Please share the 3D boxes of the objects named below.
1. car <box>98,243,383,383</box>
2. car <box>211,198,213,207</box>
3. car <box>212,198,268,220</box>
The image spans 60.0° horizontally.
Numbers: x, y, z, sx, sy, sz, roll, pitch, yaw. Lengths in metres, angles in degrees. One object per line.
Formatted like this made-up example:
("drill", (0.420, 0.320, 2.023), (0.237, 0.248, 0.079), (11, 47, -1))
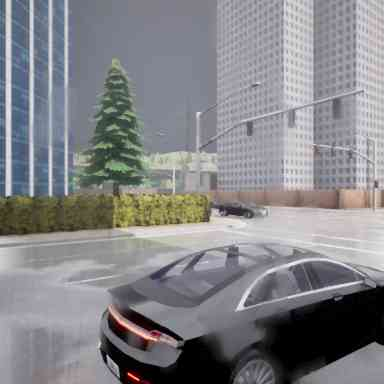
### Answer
("car", (1.207, 1.491, 4.667), (4.902, 1.511, 2.128), (0, 0, -35))
("car", (1.957, 1.491, 44.272), (2.128, 1.511, 4.902), (0, 0, -35))
("car", (4.319, 1.491, 28.431), (2.128, 1.511, 4.902), (0, 0, -35))
